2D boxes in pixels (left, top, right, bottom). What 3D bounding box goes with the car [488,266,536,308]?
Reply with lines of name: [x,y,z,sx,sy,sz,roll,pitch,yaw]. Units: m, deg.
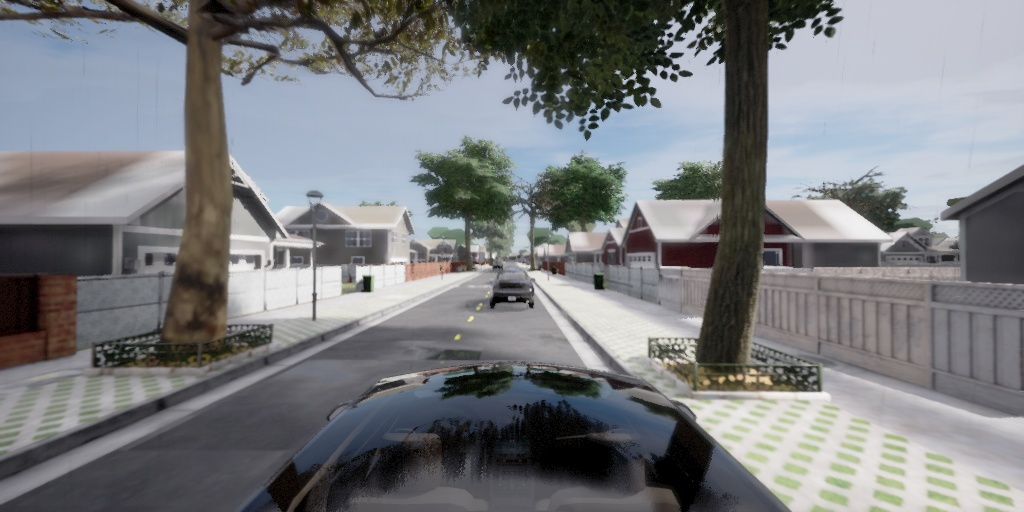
car: [0.007,1.394,16.156,1.837,1.490,4.892,0,0,0]

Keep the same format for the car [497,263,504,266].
car: [0.007,1.581,30.839,2.033,1.411,5.357,0,-1,0]
